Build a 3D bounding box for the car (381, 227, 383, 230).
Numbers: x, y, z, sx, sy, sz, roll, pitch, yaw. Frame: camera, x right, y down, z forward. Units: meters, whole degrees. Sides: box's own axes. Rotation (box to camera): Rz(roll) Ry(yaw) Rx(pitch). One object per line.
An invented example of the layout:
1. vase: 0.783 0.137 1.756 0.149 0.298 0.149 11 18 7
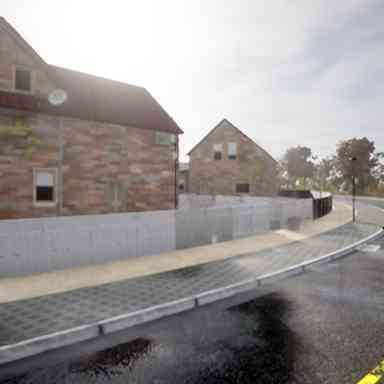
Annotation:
1. car: 6.986 1.381 9.898 1.837 1.490 4.892 0 0 35
